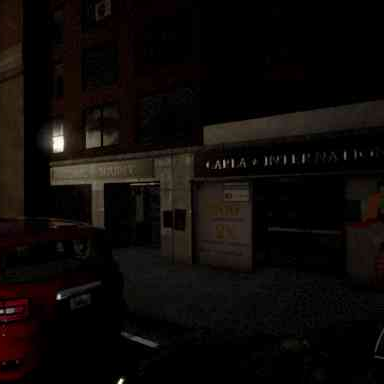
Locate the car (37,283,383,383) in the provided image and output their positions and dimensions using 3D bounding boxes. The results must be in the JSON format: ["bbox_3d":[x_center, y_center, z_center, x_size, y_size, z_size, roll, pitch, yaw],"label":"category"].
[{"bbox_3d":[1.267,1.551,1.952,4.403,1.369,2.008,0,-1,35],"label":"car"}]

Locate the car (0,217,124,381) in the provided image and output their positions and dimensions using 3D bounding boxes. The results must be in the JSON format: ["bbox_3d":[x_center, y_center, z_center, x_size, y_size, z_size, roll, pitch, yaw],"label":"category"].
[{"bbox_3d":[-3.197,1.317,5.132,5.009,1.841,2.192,0,-1,35],"label":"car"}]
